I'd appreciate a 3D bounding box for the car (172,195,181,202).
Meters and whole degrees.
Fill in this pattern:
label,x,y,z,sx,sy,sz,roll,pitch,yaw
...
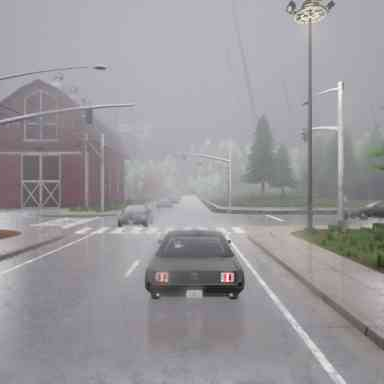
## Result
label,x,y,z,sx,sy,sz,roll,pitch,yaw
car,-3.507,1.379,76.278,1.837,1.490,4.892,0,0,0

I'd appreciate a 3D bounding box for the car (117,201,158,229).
label,x,y,z,sx,sy,sz,roll,pitch,yaw
car,-3.601,1.510,21.914,1.812,1.442,4.674,0,0,0

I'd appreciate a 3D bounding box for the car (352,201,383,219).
label,x,y,z,sx,sy,sz,roll,pitch,yaw
car,15.113,1.499,27.170,4.674,1.442,1.812,0,0,-1

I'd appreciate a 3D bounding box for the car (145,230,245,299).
label,x,y,z,sx,sy,sz,roll,pitch,yaw
car,0.066,1.601,8.378,1.895,1.301,4.718,0,0,0

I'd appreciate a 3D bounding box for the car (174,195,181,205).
label,x,y,z,sx,sy,sz,roll,pitch,yaw
car,-3.577,1.564,59.851,1.994,1.385,4.181,0,0,0

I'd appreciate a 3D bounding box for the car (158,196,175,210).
label,x,y,z,sx,sy,sz,roll,pitch,yaw
car,-3.603,1.526,43.931,1.812,1.442,4.674,0,0,0
